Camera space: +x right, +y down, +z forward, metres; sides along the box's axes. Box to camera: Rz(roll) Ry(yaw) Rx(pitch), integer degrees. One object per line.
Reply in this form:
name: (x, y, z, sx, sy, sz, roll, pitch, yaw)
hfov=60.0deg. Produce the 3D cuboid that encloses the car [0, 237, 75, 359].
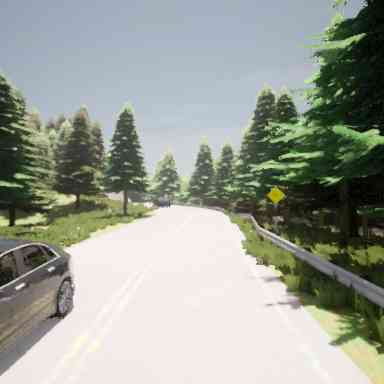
car: (-3.204, 1.496, 4.603, 1.837, 1.490, 4.892, 0, 0, 1)

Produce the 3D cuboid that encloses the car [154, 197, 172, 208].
car: (-4.281, 1.438, 47.911, 1.882, 1.535, 5.008, 2, 0, -17)
